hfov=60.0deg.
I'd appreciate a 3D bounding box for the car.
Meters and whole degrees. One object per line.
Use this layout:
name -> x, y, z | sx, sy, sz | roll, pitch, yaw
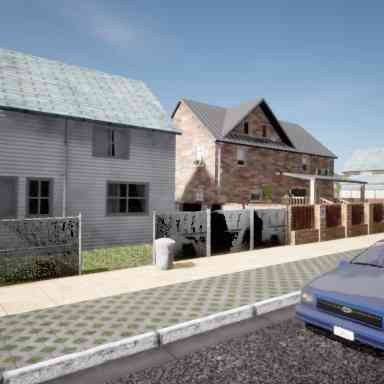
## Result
car -> 4.247, 1.551, 6.125 | 5.357, 1.411, 2.033 | 0, 0, -36
